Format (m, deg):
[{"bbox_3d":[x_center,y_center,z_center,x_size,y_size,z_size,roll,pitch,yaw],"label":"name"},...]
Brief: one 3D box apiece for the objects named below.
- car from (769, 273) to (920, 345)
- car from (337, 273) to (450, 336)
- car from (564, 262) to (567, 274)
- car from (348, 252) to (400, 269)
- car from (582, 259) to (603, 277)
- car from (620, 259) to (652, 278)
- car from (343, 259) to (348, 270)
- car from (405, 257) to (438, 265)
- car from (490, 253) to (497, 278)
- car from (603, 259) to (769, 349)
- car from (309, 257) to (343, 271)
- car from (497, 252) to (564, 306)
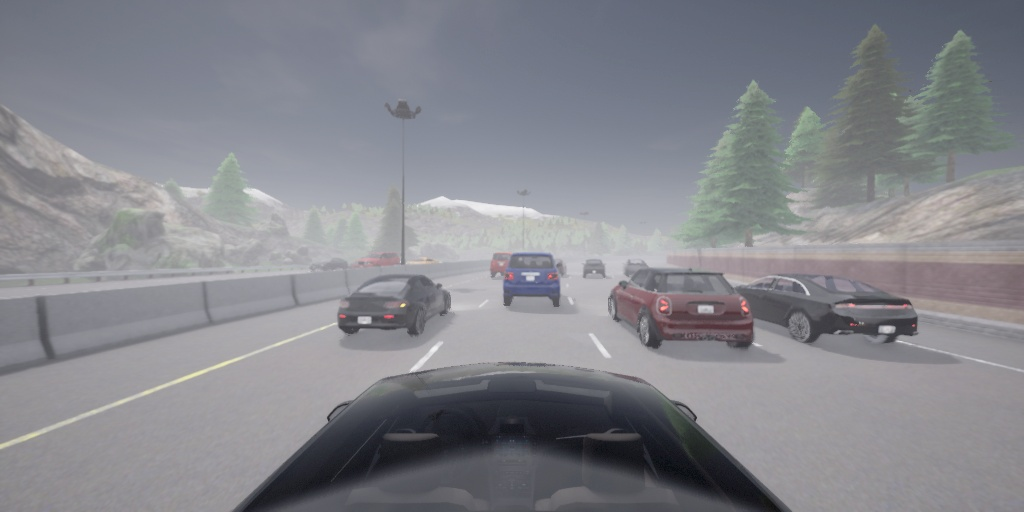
[{"bbox_3d":[7.449,1.201,9.408,2.128,1.511,4.902,0,0,3],"label":"car"},{"bbox_3d":[-3.044,1.193,10.012,1.812,1.442,4.674,0,0,3],"label":"car"},{"bbox_3d":[3.919,0.974,32.717,1.882,1.535,5.008,0,0,13],"label":"car"},{"bbox_3d":[-13.473,0.629,36.104,2.150,2.045,5.566,0,0,14],"label":"car"},{"bbox_3d":[7.208,1.024,31.439,1.837,1.490,4.892,0,0,13],"label":"car"},{"bbox_3d":[10.838,1.021,31.612,2.128,1.511,4.902,0,1,13],"label":"car"},{"bbox_3d":[-16.129,0.889,39.849,1.812,1.442,4.674,0,0,14],"label":"car"},{"bbox_3d":[-9.471,0.884,37.641,1.882,1.535,5.008,0,1,14],"label":"car"},{"bbox_3d":[-0.269,0.725,30.168,2.150,2.045,5.566,0,0,12],"label":"car"},{"bbox_3d":[3.942,1.051,9.200,2.097,1.767,4.553,0,0,3],"label":"car"},{"bbox_3d":[-19.879,0.881,39.280,1.812,1.442,4.674,0,1,14],"label":"car"},{"bbox_3d":[0.926,0.858,15.252,2.150,2.045,5.566,0,0,6],"label":"car"}]
